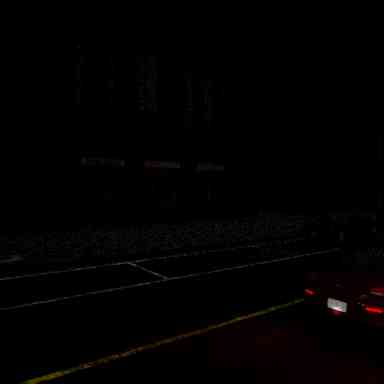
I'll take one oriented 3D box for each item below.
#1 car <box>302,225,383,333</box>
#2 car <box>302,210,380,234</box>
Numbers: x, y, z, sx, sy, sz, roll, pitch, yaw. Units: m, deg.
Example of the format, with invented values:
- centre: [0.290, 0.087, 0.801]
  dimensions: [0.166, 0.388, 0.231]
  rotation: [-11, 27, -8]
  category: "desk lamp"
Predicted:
- centre: [4.043, 1.526, 6.314]
  dimensions: [4.674, 1.442, 1.812]
  rotation: [0, 0, -35]
  category: "car"
- centre: [6.996, 1.547, 15.505]
  dimensions: [4.507, 1.381, 1.887]
  rotation: [0, 0, -35]
  category: "car"
